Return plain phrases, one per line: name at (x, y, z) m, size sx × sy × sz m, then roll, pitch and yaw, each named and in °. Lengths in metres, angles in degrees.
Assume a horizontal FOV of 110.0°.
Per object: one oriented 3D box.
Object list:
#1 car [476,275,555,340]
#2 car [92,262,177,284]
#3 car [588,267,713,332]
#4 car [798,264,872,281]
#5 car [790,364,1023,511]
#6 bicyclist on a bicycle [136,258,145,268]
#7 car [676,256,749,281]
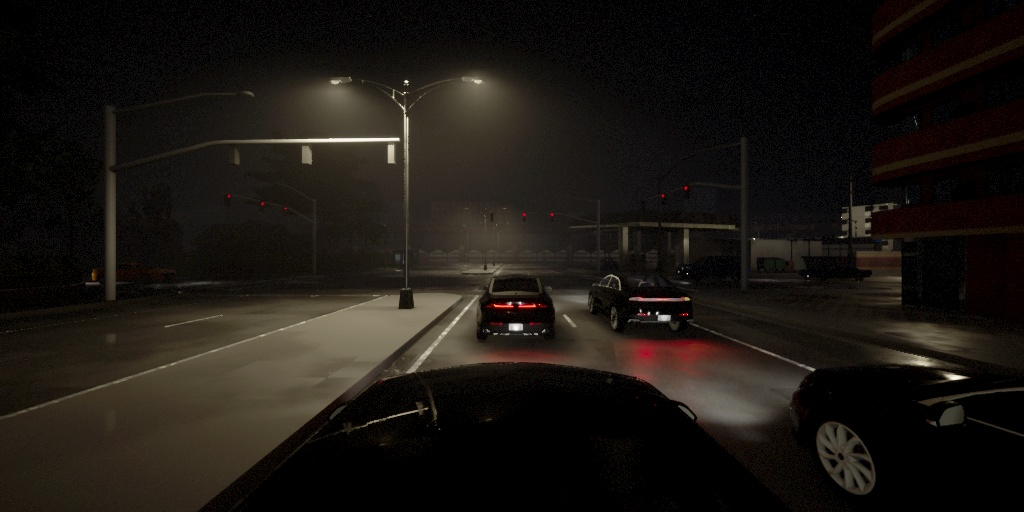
car at (0.096, 1.258, 10.011) m, size 1.837 × 1.490 × 4.892 m, roll 0°, pitch 0°, yaw 0°
car at (-27.590, 1.236, 26.322) m, size 5.008 × 1.535 × 1.882 m, roll 0°, pitch 0°, yaw 0°
car at (3.603, 1.245, 10.866) m, size 2.128 × 1.511 × 4.902 m, roll 0°, pitch 0°, yaw 0°
car at (26.942, 1.361, 30.009) m, size 4.718 × 1.301 × 1.895 m, roll 0°, pitch 0°, yaw -1°
car at (3.600, 1.255, 1.458) m, size 1.837 × 1.490 × 4.892 m, roll 0°, pitch 0°, yaw 0°
bicyclist on a bicycle at (-38.226, 1.066, 36.741) m, size 0.582 × 1.620 × 1.656 m, roll 0°, pitch 0°, yaw 0°
car at (16.634, 0.982, 29.861) m, size 5.566 × 2.045 × 2.150 m, roll 0°, pitch 0°, yaw -1°
